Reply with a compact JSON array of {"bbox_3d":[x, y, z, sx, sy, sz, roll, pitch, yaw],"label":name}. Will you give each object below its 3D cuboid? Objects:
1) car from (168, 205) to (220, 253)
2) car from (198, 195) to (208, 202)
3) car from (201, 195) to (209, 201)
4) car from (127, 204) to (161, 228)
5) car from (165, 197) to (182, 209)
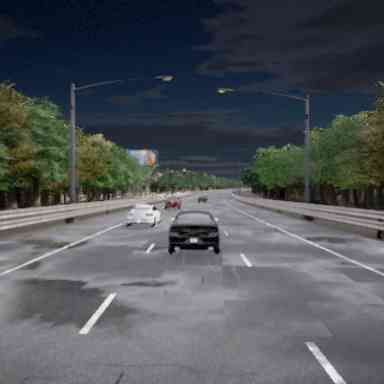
[{"bbox_3d":[0.097,1.507,13.839,1.882,1.535,5.008,0,0,1],"label":"car"},{"bbox_3d":[2.451,1.646,77.475,1.837,1.490,4.892,0,0,4],"label":"car"},{"bbox_3d":[3.539,1.589,93.000,2.033,1.411,5.357,0,1,4],"label":"car"},{"bbox_3d":[-3.212,1.567,22.643,1.812,1.442,4.674,0,0,1],"label":"car"},{"bbox_3d":[-2.524,1.442,46.873,2.097,1.767,4.553,0,0,2],"label":"car"}]
